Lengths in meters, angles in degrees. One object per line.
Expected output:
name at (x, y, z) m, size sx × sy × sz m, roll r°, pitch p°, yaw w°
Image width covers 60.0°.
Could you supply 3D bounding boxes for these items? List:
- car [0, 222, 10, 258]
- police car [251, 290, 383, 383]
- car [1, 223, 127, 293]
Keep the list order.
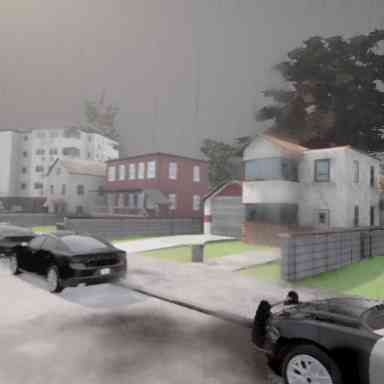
car at (-8.281, 2.097, 14.547) m, size 4.892 × 1.490 × 1.837 m, roll -2°, pitch -4°, yaw 44°
police car at (3.051, 1.699, 3.415) m, size 5.238 × 1.638 × 1.930 m, roll -2°, pitch -4°, yaw 44°
car at (-4.002, 1.949, 10.343) m, size 5.008 × 1.535 × 1.882 m, roll -2°, pitch -4°, yaw 44°
